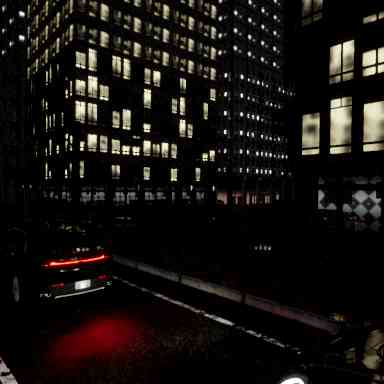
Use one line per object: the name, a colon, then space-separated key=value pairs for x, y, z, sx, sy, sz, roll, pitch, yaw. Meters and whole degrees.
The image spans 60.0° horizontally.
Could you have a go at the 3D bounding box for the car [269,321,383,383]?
car: x=2.431 y=1.352 z=1.322 sx=2.097 sy=1.767 sz=4.553 roll=0 pitch=0 yaw=-41

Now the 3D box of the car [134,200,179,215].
car: x=-3.834 y=1.648 z=36.431 sx=4.829 sy=1.417 sz=1.752 roll=1 pitch=0 yaw=-40

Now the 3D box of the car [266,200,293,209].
car: x=13.493 y=1.882 z=51.130 sx=4.313 sy=1.339 sz=1.947 roll=1 pitch=0 yaw=-40

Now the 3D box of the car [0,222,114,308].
car: x=-3.659 y=1.501 z=8.107 sx=1.837 sy=1.490 sz=4.892 roll=0 pitch=0 yaw=-41

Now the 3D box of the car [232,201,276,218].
car: x=6.149 y=1.833 z=33.911 sx=4.829 sy=1.417 sz=1.752 roll=1 pitch=0 yaw=-40

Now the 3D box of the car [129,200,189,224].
car: x=-2.580 y=1.524 z=26.504 sx=5.009 sy=1.841 sz=2.192 roll=1 pitch=0 yaw=-40

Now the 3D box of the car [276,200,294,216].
car: x=10.320 y=1.937 z=37.450 sx=4.206 sy=1.307 sz=1.802 roll=1 pitch=0 yaw=-40
